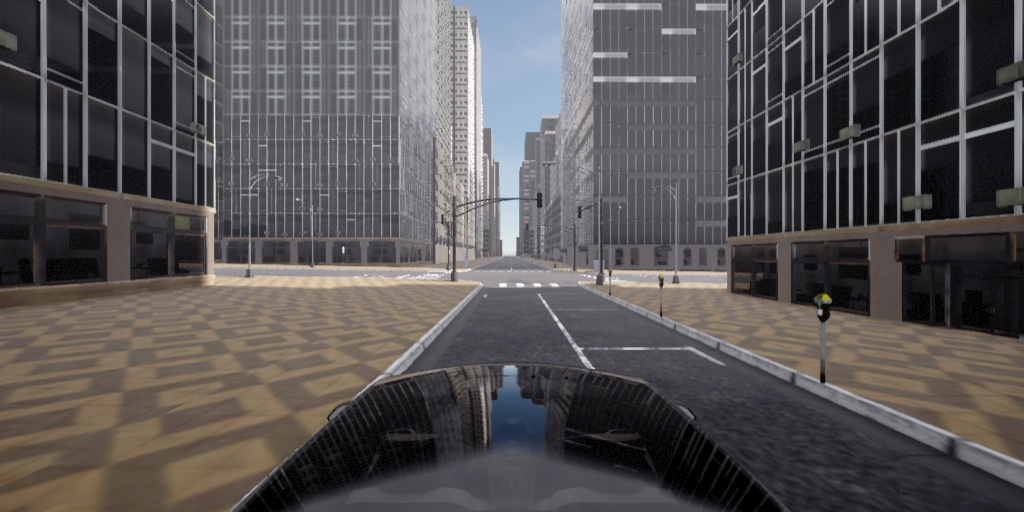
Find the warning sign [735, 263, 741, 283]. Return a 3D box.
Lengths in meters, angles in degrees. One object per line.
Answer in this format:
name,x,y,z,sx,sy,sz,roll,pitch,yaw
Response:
warning sign,17.262,1.179,27.990,1.060,1.860,1.300,0,0,-3
